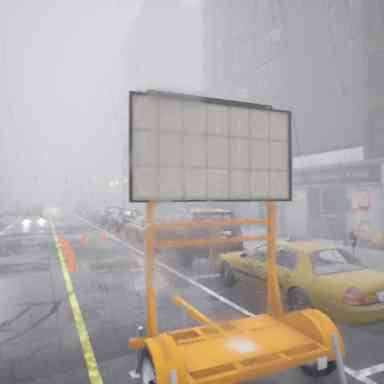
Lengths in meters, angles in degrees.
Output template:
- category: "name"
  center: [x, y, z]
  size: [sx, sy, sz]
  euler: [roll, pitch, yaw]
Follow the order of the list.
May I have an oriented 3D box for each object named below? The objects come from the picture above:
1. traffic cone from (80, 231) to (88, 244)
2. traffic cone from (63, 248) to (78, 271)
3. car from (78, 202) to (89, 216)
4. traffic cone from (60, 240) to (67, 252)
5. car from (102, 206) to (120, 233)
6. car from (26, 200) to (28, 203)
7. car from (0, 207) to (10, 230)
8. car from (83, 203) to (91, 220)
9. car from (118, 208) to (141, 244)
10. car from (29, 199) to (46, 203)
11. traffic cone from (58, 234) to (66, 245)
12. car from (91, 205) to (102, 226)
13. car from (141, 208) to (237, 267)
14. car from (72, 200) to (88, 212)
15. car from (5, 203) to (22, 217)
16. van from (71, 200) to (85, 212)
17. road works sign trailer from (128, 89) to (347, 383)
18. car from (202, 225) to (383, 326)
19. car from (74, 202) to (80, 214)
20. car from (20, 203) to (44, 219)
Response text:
- category: "traffic cone"
  center: [-5.289, 2.227, 16.309]
  size: [0.340, 0.580, 0.340]
  euler: [0, -1, -24]
- category: "traffic cone"
  center: [-3.758, 2.131, 10.423]
  size: [0.340, 0.580, 0.340]
  euler: [0, -1, -24]
- category: "car"
  center: [-11.292, 2.168, 37.463]
  size: [2.008, 1.369, 4.403]
  euler: [0, -1, -24]
- category: "traffic cone"
  center: [-4.573, 2.163, 12.249]
  size: [0.340, 0.580, 0.340]
  euler: [0, -1, -24]
- category: "car"
  center: [-4.543, 1.800, 22.333]
  size: [1.967, 1.590, 4.097]
  euler: [0, -1, -24]
- category: "car"
  center: [-25.826, 2.295, 49.120]
  size: [1.967, 1.590, 4.097]
  euler: [0, -1, -24]
- category: "car"
  center: [-14.574, 1.991, 23.891]
  size: [1.947, 1.339, 4.313]
  euler: [0, -1, -24]
- category: "car"
  center: [-9.042, 2.082, 32.419]
  size: [2.008, 1.369, 4.403]
  euler: [0, -1, -24]
- category: "car"
  center: [-2.363, 1.802, 17.443]
  size: [1.752, 1.417, 4.829]
  euler: [0, -1, -24]
- category: "car"
  center: [-27.330, 2.491, 59.038]
  size: [1.882, 1.535, 5.008]
  euler: [0, -1, -24]
- category: "traffic cone"
  center: [-5.387, 2.194, 14.076]
  size: [0.340, 0.580, 0.340]
  euler: [0, -1, -24]
- category: "car"
  center: [-6.793, 1.886, 27.377]
  size: [1.967, 1.590, 4.097]
  euler: [0, -1, -24]
- category: "car"
  center: [-0.044, 1.503, 12.247]
  size: [2.192, 1.841, 5.009]
  euler: [0, -1, -24]
- category: "car"
  center: [-15.792, 2.104, 47.555]
  size: [2.192, 1.841, 5.009]
  euler: [0, -1, -24]
- category: "car"
  center: [-21.325, 2.265, 39.027]
  size: [1.802, 1.307, 4.206]
  euler: [0, -1, -24]
- category: "van"
  center: [-18.042, 2.216, 52.599]
  size: [1.690, 1.788, 3.998]
  euler: [0, -1, -24]
- category: "road works sign trailer"
  center: [0.251, 0.535, 4.573]
  size: [2.380, 3.560, 2.880]
  euler: [0, -1, -24]
- category: "car"
  center: [2.137, 1.630, 7.355]
  size: [1.752, 1.417, 4.829]
  euler: [0, -1, -24]
- category: "car"
  center: [-13.542, 2.269, 42.507]
  size: [1.947, 1.339, 4.313]
  euler: [0, -1, -24]
- category: "car"
  center: [-17.632, 2.238, 37.053]
  size: [1.895, 1.301, 4.718]
  euler: [0, -1, -24]
